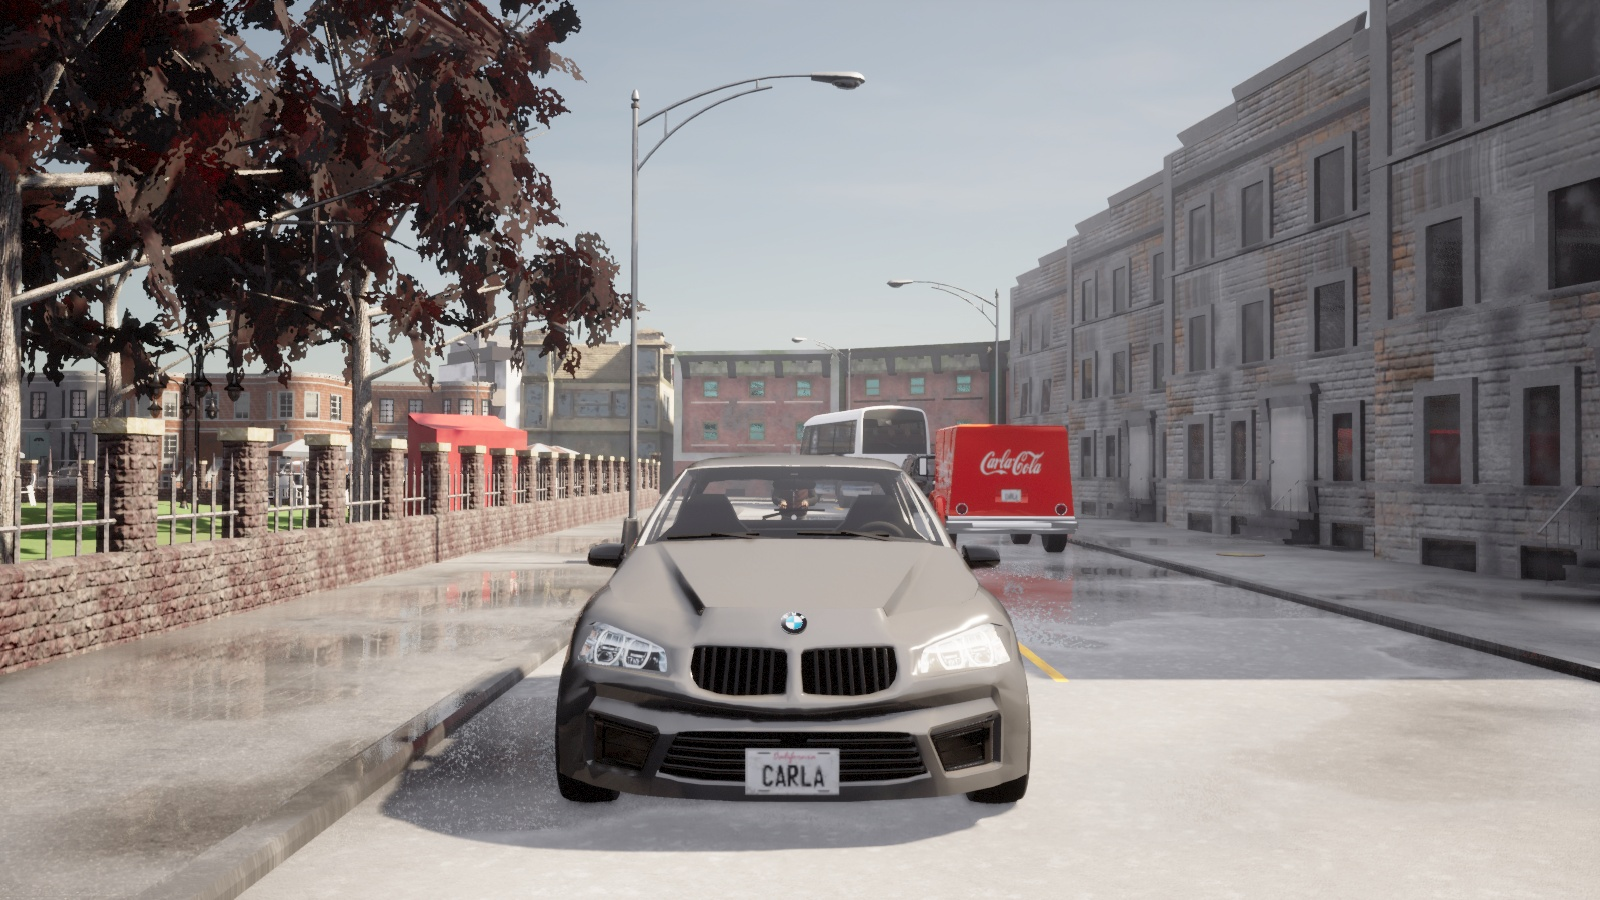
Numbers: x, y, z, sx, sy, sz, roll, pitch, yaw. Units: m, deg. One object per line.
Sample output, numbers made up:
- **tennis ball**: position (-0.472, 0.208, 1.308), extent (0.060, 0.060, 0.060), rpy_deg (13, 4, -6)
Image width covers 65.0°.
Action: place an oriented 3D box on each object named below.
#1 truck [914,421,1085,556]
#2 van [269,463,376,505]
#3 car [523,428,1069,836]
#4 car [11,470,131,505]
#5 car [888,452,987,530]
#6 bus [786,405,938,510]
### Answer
- **truck**: position (3.884, 0.741, 25.617), extent (2.627, 2.467, 5.204), rpy_deg (0, -1, 0)
- **van**: position (-23.535, 1.671, 62.020), extent (4.480, 2.038, 2.069), rpy_deg (0, -1, 0)
- **car**: position (-0.031, 0.784, 7.470), extent (2.242, 1.667, 4.611), rpy_deg (0, -1, 0)
- **car**: position (-35.940, 1.841, 61.969), extent (4.611, 1.667, 2.242), rpy_deg (0, -1, 0)
- **car**: position (3.836, 1.121, 35.976), extent (2.150, 2.045, 5.566), rpy_deg (0, -1, -1)
- **bus**: position (2.515, 0.371, 56.380), extent (3.944, 4.253, 10.273), rpy_deg (0, -1, -14)
